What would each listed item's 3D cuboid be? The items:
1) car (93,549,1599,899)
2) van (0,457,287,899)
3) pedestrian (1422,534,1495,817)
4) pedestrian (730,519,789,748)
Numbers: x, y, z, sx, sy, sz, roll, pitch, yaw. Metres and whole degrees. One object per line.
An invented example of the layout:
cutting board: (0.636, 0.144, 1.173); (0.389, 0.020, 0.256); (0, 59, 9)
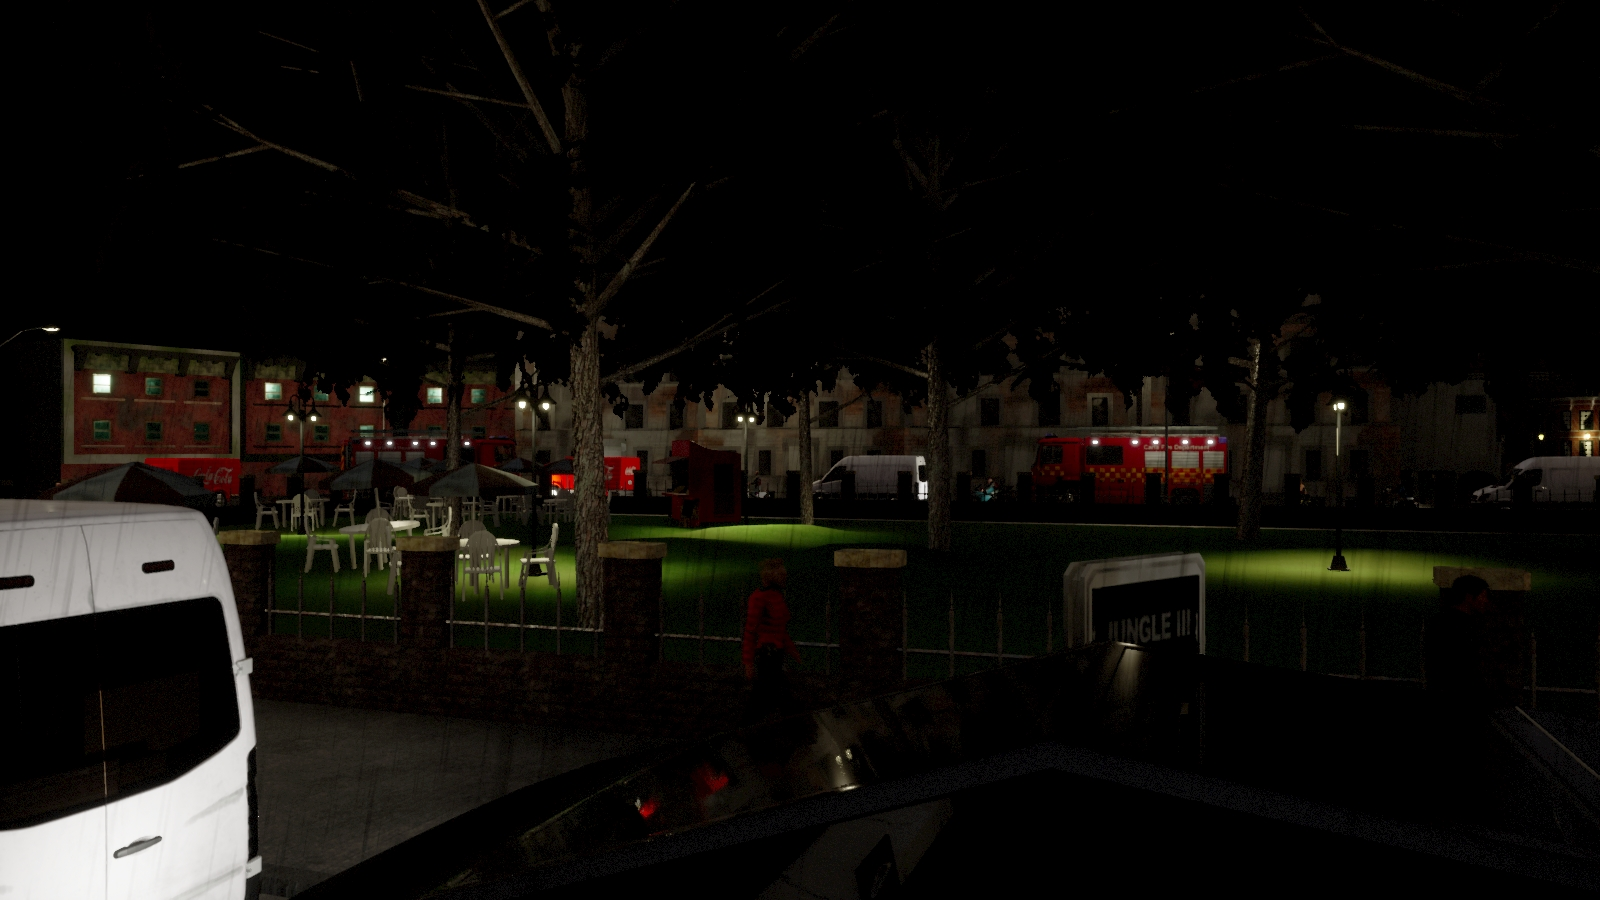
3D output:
car: (1.307, 1.534, 3.365); (6.274, 2.098, 2.390); (0, 0, 20)
van: (-5.750, 1.318, 5.932); (5.915, 2.561, 1.988); (0, 0, 20)
pedestrian: (4.534, 1.524, 7.884); (0.375, 1.860, 0.375); (0, 0, 20)
pedestrian: (-0.339, 1.527, 9.648); (0.375, 1.860, 0.375); (0, 0, 21)
